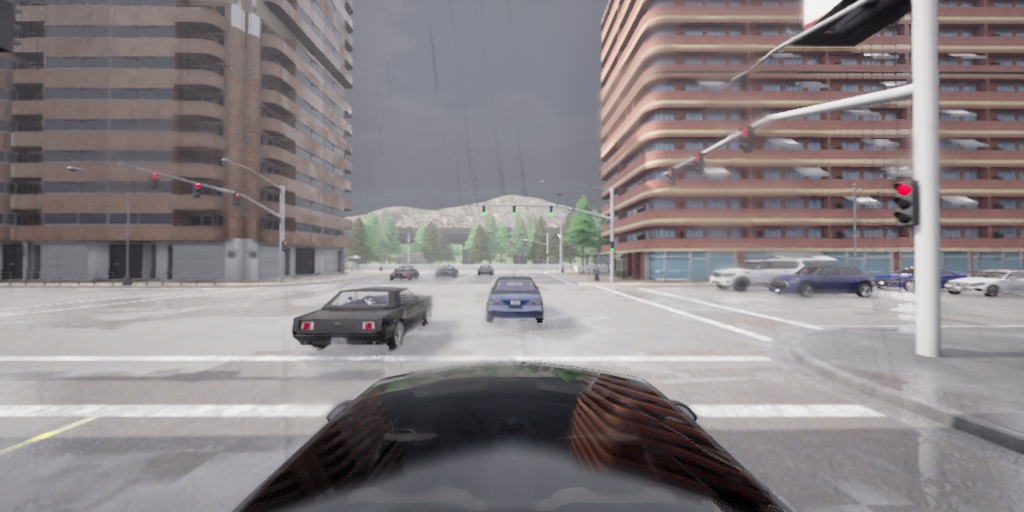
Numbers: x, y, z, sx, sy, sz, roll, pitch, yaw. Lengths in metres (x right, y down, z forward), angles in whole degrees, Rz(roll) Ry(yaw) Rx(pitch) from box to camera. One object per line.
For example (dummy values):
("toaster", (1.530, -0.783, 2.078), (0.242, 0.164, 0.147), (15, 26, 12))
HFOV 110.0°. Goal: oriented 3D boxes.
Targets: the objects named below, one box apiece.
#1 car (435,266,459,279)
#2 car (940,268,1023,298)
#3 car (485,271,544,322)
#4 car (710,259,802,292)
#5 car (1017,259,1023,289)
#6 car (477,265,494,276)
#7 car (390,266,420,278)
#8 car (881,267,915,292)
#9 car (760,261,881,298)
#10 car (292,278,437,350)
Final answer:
("car", (-7.047, 1.734, 39.365), (1.994, 1.385, 4.181), (0, -1, 1))
("car", (26.797, 1.476, 19.696), (4.674, 1.442, 1.812), (0, -1, 0))
("car", (0.099, 1.422, 12.850), (2.033, 1.411, 5.357), (0, -1, 0))
("car", (15.924, 1.211, 23.152), (5.566, 2.045, 2.150), (0, -1, 0))
("car", (37.060, 1.211, 23.246), (5.566, 2.045, 2.150), (0, -1, 0))
("car", (-3.406, 1.816, 46.720), (1.994, 1.385, 4.181), (0, -1, 0))
("car", (-10.567, 1.692, 35.552), (1.994, 1.385, 4.181), (0, -1, 1))
("car", (26.378, 1.467, 23.203), (5.008, 1.535, 1.882), (0, -1, 0))
("car", (16.756, 1.302, 19.654), (4.553, 1.767, 2.097), (0, -1, 0))
("car", (-3.405, 1.436, 9.318), (1.895, 1.301, 4.718), (0, -1, 0))
